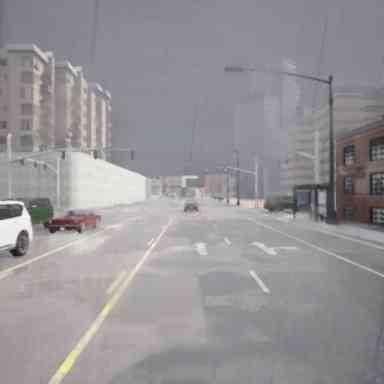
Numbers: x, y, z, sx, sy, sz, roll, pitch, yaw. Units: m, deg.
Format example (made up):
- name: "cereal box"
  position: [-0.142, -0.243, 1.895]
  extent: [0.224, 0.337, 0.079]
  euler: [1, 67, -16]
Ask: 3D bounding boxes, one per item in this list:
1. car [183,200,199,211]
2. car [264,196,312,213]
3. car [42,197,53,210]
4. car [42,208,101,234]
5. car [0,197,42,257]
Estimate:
- name: "car"
  position: [-0.104, 1.804, 44.679]
  extent: [1.812, 1.442, 4.674]
  euler: [0, 0, 0]
- name: "car"
  position: [11.561, 1.452, 40.304]
  extent: [5.566, 2.045, 2.150]
  euler: [0, -1, -6]
- name: "car"
  position: [-10.657, 1.373, 20.977]
  extent: [2.150, 2.045, 5.566]
  euler: [0, 0, 0]
- name: "car"
  position: [-7.158, 1.744, 20.610]
  extent: [1.895, 1.301, 4.718]
  euler: [0, 0, 0]
- name: "car"
  position: [-7.140, 1.300, 10.491]
  extent: [2.150, 2.045, 5.566]
  euler: [0, 0, 0]
